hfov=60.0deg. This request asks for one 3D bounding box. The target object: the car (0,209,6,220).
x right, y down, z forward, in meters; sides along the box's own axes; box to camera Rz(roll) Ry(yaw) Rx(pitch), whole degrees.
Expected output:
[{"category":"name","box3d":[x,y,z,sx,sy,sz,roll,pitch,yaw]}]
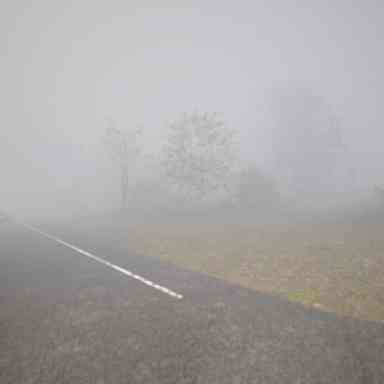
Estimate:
[{"category":"car","box3d":[-26.691,3.099,45.496,1.895,1.301,4.718,-3,0,-32]}]

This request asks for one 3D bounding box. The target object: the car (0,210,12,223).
[{"category":"car","box3d":[-21.083,2.746,36.672,1.994,1.385,4.181,-3,0,-32]}]
